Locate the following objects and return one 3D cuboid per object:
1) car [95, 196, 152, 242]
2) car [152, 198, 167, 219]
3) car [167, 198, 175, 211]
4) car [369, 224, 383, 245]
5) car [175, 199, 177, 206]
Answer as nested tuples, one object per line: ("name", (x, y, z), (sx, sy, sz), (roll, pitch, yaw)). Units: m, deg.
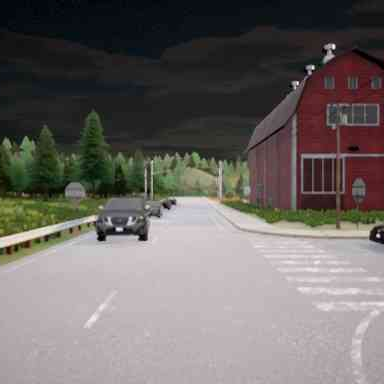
("car", (-3.315, 1.214, 16.678), (2.150, 2.045, 5.566), (0, 0, -6))
("car", (-3.556, 1.489, 29.270), (1.837, 1.490, 4.892), (0, 0, 0))
("car", (-3.536, 1.580, 40.676), (1.895, 1.301, 4.718), (0, 0, 0))
("car", (9.390, 1.557, 13.141), (4.181, 1.385, 1.994), (0, 0, 2))
("car", (-3.484, 1.573, 53.890), (1.895, 1.301, 4.718), (0, 0, 1))
